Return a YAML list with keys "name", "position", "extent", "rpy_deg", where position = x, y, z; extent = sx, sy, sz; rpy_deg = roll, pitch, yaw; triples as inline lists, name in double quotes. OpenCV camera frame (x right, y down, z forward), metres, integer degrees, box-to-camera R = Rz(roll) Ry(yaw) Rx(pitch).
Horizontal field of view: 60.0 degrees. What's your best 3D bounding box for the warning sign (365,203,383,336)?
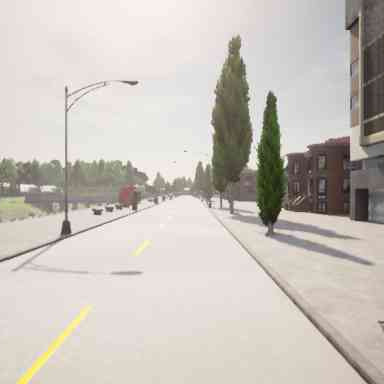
- name: "warning sign"
  position: [3.350, 1.099, 4.650]
  extent: [1.300, 1.860, 1.060]
  rpy_deg: [0, 0, 0]
